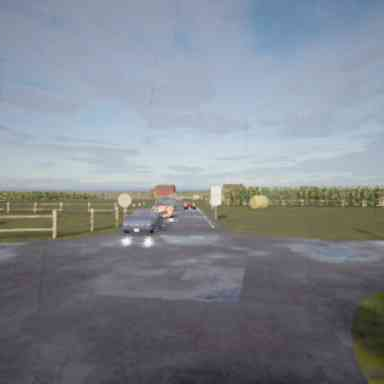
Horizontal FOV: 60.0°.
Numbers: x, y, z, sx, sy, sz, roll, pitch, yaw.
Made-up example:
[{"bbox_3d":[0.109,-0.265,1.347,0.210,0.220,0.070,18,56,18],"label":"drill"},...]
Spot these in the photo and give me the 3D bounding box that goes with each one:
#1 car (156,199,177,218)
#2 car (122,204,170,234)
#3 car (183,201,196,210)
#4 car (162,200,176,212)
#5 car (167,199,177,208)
[{"bbox_3d":[-2.900,1.680,33.789,2.097,1.767,4.553,0,0,-1],"label":"car"},{"bbox_3d":[-2.940,1.760,21.191,2.033,1.411,5.357,0,-1,3],"label":"car"},{"bbox_3d":[-0.432,2.080,51.644,1.895,1.301,4.718,0,-1,-2],"label":"car"},{"bbox_3d":[-3.208,1.954,46.729,1.837,1.490,4.892,0,0,-2],"label":"car"},{"bbox_3d":[-3.734,2.126,62.506,1.812,1.442,4.674,0,-1,-2],"label":"car"}]
